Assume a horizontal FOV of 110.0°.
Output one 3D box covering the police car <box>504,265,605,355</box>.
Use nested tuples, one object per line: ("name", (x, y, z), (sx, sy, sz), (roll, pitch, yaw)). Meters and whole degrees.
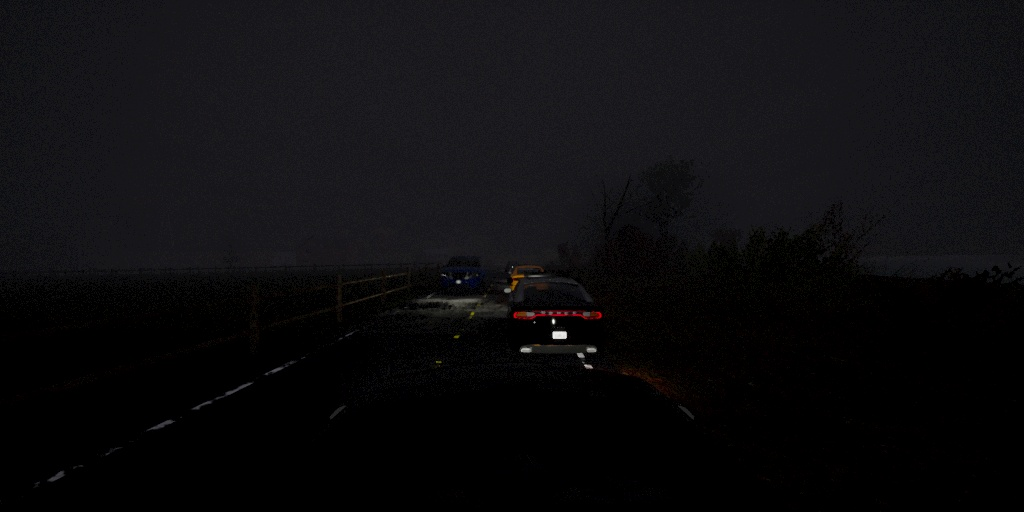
("police car", (0.832, 1.174, 8.825), (1.930, 1.638, 5.238), (0, 0, 0))

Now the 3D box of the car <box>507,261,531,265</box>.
("car", (0.841, 1.228, 18.715), (1.882, 1.535, 5.008), (0, 0, 0))

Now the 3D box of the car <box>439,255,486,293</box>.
("car", (-2.730, 0.972, 21.089), (2.150, 2.045, 5.566), (0, 0, 0))

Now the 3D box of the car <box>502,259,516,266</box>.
("car", (0.086, 1.335, 46.614), (1.994, 1.385, 4.181), (0, 0, 0))
